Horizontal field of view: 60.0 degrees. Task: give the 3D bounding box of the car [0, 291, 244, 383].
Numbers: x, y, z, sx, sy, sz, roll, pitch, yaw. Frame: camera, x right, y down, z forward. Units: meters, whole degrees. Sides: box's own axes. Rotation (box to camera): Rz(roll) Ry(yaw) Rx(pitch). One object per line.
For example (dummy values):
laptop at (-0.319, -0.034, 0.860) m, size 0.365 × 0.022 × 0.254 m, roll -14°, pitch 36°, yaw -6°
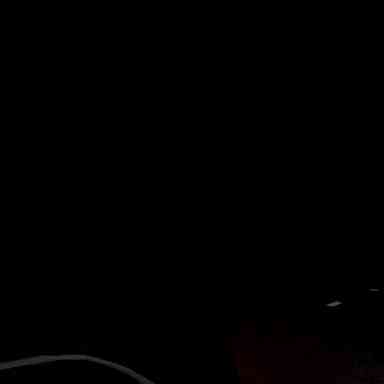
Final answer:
car at (-1.856, 1.492, 1.748) m, size 4.902 × 1.511 × 2.128 m, roll 0°, pitch 0°, yaw -36°
